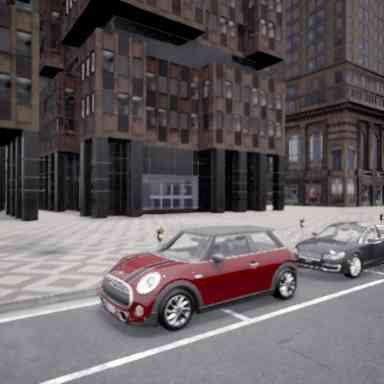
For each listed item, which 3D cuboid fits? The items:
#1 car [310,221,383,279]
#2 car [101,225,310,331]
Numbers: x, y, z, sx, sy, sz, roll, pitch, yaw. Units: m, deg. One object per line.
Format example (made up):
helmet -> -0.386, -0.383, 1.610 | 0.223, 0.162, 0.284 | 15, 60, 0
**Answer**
car -> 4.887, 1.593, 10.110 | 4.403, 1.369, 2.008 | 0, 0, -35
car -> 0.257, 1.458, 6.824 | 4.097, 1.590, 1.967 | 0, 0, -35
